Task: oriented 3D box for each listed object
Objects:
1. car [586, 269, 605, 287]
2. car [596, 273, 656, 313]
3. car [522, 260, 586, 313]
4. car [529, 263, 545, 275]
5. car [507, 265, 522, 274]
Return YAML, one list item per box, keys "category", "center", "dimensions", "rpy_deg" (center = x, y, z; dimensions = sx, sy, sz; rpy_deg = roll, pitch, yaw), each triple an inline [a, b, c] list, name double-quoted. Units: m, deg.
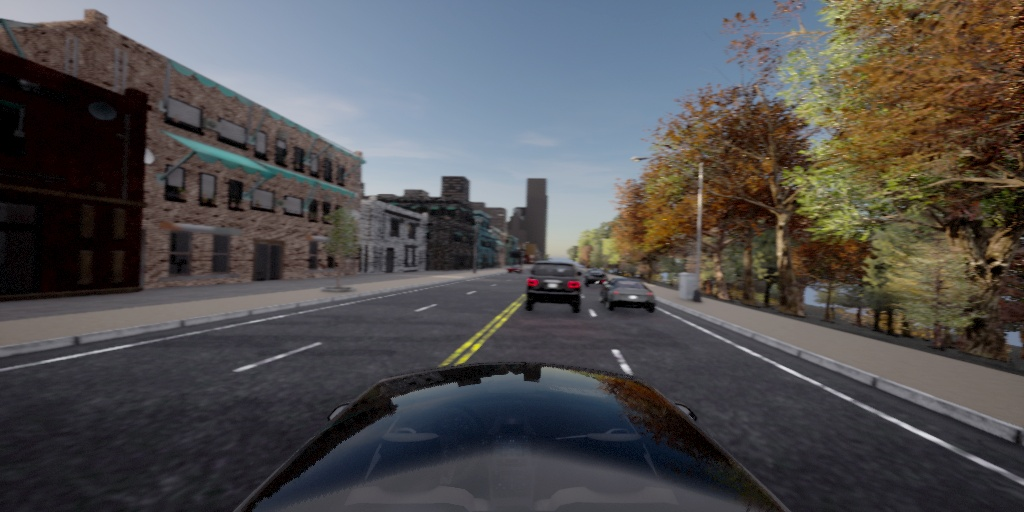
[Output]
- category: "car"
  center: [7.360, 1.926, 31.797]
  dimensions: [1.837, 1.490, 4.892]
  rpy_deg: [2, 0, 8]
- category: "car"
  center: [5.274, 1.708, 16.734]
  dimensions: [1.994, 1.385, 4.181]
  rpy_deg: [2, -1, 8]
- category: "car"
  center: [1.899, 1.232, 16.008]
  dimensions: [2.150, 2.045, 5.566]
  rpy_deg: [2, 0, 8]
- category: "car"
  center: [3.825, 1.940, 54.678]
  dimensions: [2.097, 1.767, 4.553]
  rpy_deg: [2, -1, 8]
- category: "car"
  center: [0.507, 2.063, 54.486]
  dimensions: [1.895, 1.301, 4.718]
  rpy_deg: [2, -1, 8]
